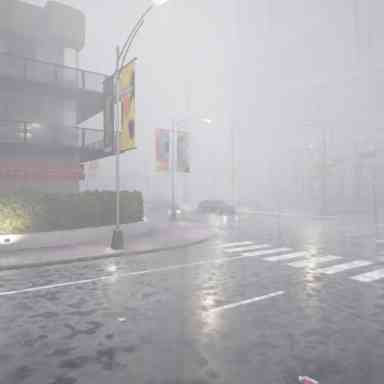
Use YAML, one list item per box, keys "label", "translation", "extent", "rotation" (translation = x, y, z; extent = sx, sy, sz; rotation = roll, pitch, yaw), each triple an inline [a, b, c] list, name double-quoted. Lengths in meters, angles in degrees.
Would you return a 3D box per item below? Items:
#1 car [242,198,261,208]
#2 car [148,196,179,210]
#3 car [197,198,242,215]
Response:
- label: "car"
  translation: [7.568, 1.526, 46.782]
  extent: [1.812, 1.442, 4.674]
  rotation: [0, 0, -35]
- label: "car"
  translation: [-3.354, 1.564, 42.093]
  extent: [1.994, 1.385, 4.181]
  rotation: [0, 0, -35]
- label: "car"
  translation: [2.421, 1.505, 33.824]
  extent: [1.837, 1.490, 4.892]
  rotation: [0, 0, -35]
